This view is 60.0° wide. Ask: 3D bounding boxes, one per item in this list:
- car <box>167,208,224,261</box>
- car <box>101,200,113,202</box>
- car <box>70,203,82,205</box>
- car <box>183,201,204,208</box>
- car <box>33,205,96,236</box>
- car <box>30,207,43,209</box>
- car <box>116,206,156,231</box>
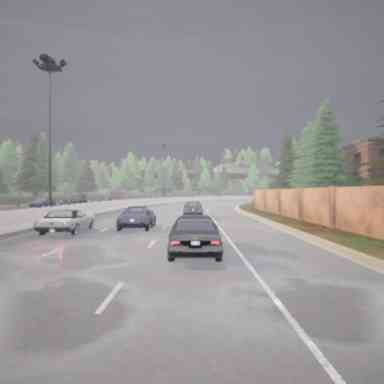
[{"bbox_3d":[0.099,1.558,12.300,2.033,1.411,5.357,0,0,0],"label":"car"},{"bbox_3d":[-13.083,1.604,49.565,1.994,1.385,4.181,0,0,8],"label":"car"},{"bbox_3d":[-16.872,1.260,47.625,2.150,2.045,5.566,0,0,6],"label":"car"},{"bbox_3d":[0.097,1.573,30.818,2.033,1.411,5.357,0,0,0],"label":"car"},{"bbox_3d":[-6.902,1.616,18.641,1.895,1.301,4.718,0,0,0],"label":"car"},{"bbox_3d":[-20.544,1.515,45.730,1.882,1.535,5.008,0,0,5],"label":"car"},{"bbox_3d":[-3.404,1.581,20.921,1.994,1.385,4.181,0,0,0],"label":"car"}]
